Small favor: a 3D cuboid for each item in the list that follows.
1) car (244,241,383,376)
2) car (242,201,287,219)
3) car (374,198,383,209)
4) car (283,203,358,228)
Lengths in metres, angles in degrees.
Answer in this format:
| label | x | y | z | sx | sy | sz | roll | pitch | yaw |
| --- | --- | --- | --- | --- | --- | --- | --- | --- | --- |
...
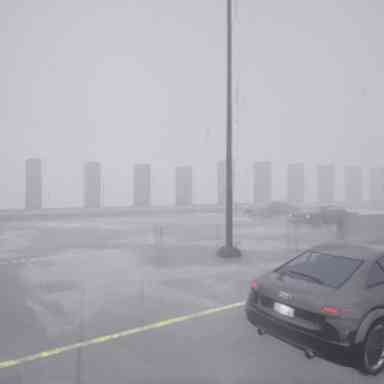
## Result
| label | x | y | z | sx | sy | sz | roll | pitch | yaw |
| --- | --- | --- | --- | --- | --- | --- | --- | --- | --- |
| car | 2.901 | 1.545 | 5.583 | 4.181 | 1.385 | 1.994 | 0 | 0 | -34 |
| car | 6.940 | 1.457 | 28.656 | 5.357 | 1.411 | 2.033 | 0 | 0 | -29 |
| car | 24.813 | 1.351 | 41.439 | 4.902 | 1.511 | 2.128 | 0 | 0 | -25 |
| car | 8.446 | 1.531 | 21.487 | 4.718 | 1.301 | 1.895 | 0 | 0 | -29 |
